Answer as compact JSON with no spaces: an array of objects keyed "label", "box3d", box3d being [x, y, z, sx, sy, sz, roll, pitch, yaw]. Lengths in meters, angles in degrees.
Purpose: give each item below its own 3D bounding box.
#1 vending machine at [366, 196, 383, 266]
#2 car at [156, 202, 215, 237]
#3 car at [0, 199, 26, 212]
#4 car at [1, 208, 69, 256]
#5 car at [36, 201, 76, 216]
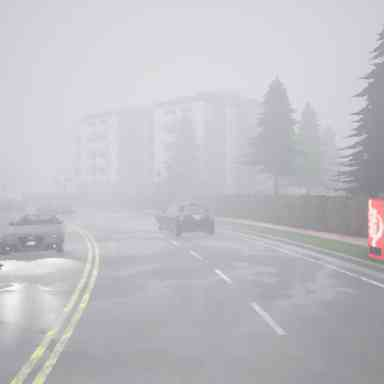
[{"label":"vending machine","box3d":[6.265,1.195,10.471,1.100,2.100,0.880,0,0,-12]},{"label":"car","box3d":[-0.515,1.352,18.430,2.097,1.767,4.553,0,0,-22]},{"label":"car","box3d":[-21.063,1.491,38.188,4.902,1.511,2.128,0,0,32]},{"label":"car","box3d":[-6.112,1.564,13.182,1.994,1.385,4.181,0,0,-19]},{"label":"car","box3d":[-12.883,1.547,31.315,2.033,1.411,5.357,0,0,-44]}]
